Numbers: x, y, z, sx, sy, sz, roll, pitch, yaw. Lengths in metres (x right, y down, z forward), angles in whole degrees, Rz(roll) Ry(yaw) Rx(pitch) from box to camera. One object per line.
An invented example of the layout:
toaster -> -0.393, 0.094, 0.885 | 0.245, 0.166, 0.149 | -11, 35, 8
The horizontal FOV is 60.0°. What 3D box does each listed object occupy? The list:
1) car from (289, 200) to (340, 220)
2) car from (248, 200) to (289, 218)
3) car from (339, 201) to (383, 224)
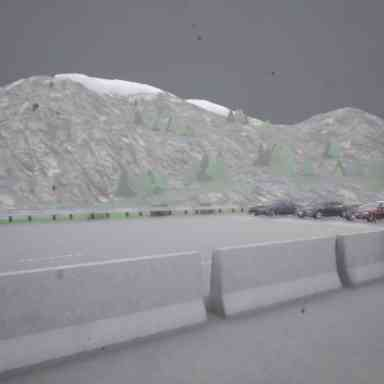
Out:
car -> 10.373, 1.382, 26.280 | 4.892, 1.490, 1.837 | 0, 0, -27
car -> 7.422, 1.421, 28.726 | 5.357, 1.411, 2.033 | 0, 0, -28
car -> 13.097, 1.407, 23.749 | 4.674, 1.442, 1.812 | 0, 0, -26
